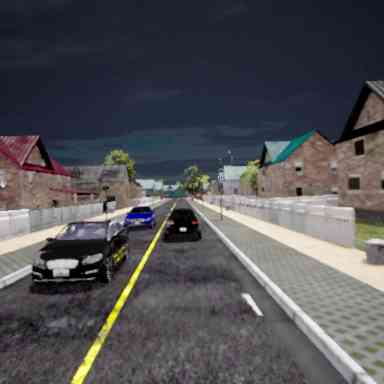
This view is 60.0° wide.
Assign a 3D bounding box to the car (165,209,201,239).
[{"bbox_3d":[-0.502,1.618,18.023,1.812,1.442,4.674,-1,0,-2],"label":"car"}]

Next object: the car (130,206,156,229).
[{"bbox_3d":[-3.514,1.714,23.203,1.812,1.442,4.674,-1,0,-2],"label":"car"}]

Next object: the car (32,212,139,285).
[{"bbox_3d":[-3.088,1.611,10.092,2.128,1.511,4.902,-1,0,-2],"label":"car"}]
